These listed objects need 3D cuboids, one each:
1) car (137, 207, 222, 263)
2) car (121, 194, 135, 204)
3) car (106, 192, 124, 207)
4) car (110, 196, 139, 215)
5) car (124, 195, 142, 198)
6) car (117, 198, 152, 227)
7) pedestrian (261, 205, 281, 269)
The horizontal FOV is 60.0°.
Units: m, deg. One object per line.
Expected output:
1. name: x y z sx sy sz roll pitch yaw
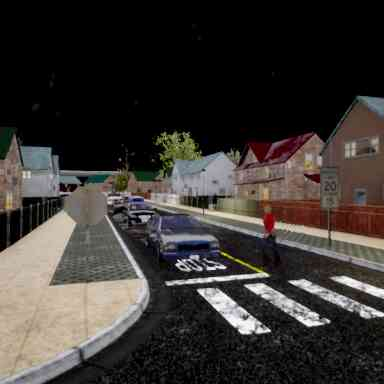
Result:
1. car: -0.616 1.493 12.239 2.033 1.411 5.357 0 0 -15
2. car: -10.921 1.174 56.513 1.882 1.535 5.008 0 0 -17
3. car: -10.991 1.058 46.922 2.150 2.045 5.566 0 0 -17
4. car: -6.438 1.407 31.610 1.994 1.385 4.181 0 0 -16
5. car: -7.931 1.232 46.682 1.882 1.535 5.008 0 0 -17
6. car: -3.462 1.388 21.767 2.128 1.511 4.902 0 0 -17
7. pedestrian: 2.186 1.249 9.472 0.375 1.860 0.375 0 0 -17
